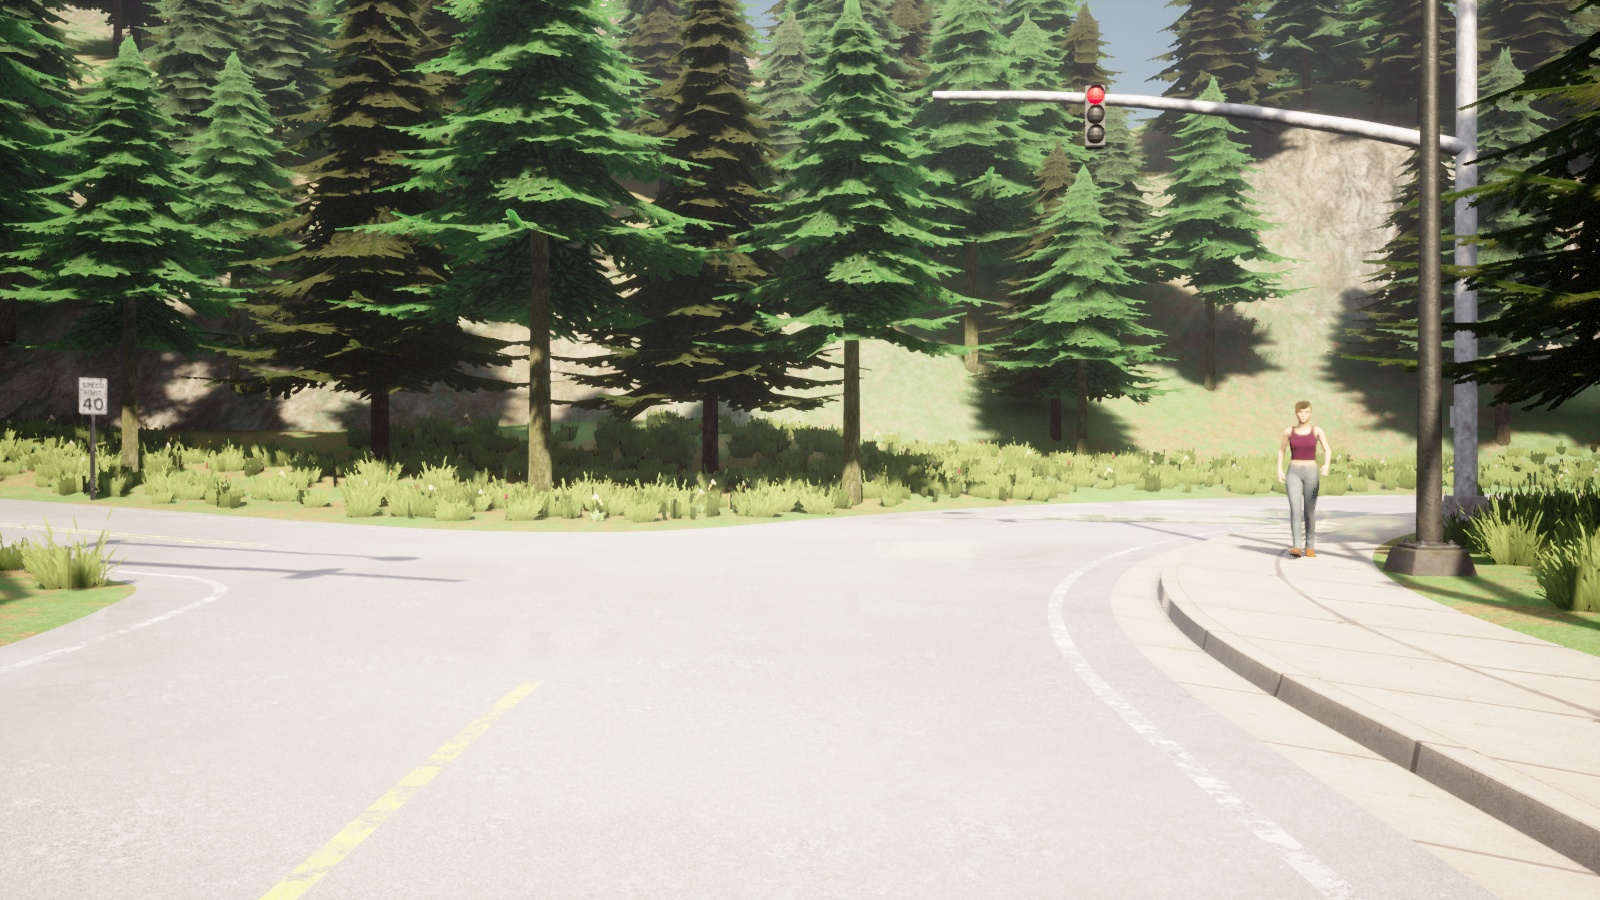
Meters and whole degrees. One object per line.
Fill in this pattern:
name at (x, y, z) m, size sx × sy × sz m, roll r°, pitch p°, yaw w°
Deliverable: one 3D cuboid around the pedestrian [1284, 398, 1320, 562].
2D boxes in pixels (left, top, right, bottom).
pedestrian at (5.775, 0.332, 14.431) m, size 0.345 × 1.836 × 0.594 m, roll 0°, pitch 0°, yaw 25°
